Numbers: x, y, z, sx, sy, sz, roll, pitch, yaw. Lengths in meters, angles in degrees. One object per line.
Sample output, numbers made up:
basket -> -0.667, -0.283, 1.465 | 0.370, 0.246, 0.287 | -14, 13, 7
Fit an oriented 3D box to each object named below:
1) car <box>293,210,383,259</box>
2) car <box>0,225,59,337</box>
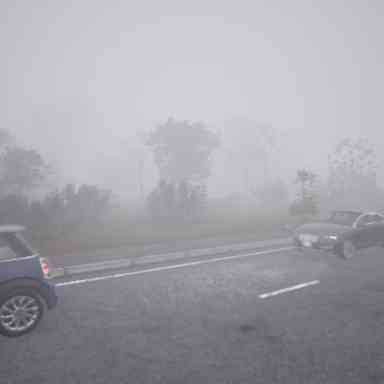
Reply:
car -> 5.799, 1.443, 12.415 | 4.902, 1.511, 2.128 | 0, 0, -35
car -> -4.567, 1.358, 5.031 | 4.553, 1.767, 2.097 | 0, 0, -35
